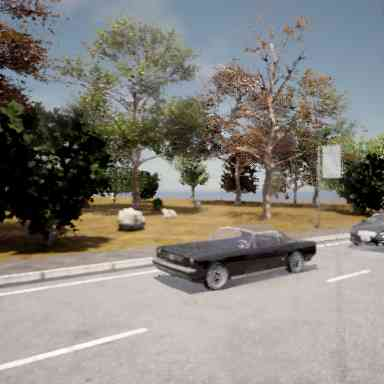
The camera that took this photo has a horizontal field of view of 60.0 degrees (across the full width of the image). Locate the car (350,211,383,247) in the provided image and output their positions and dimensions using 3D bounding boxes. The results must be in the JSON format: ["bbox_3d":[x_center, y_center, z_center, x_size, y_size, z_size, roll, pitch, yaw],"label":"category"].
[{"bbox_3d":[8.820,1.586,14.494,4.902,1.511,2.128,1,0,-36],"label":"car"}]

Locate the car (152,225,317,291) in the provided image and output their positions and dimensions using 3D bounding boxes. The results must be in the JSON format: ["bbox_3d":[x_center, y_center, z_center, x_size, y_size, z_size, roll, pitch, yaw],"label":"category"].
[{"bbox_3d":[1.315,1.636,9.232,4.718,1.301,1.895,0,0,-36],"label":"car"}]
